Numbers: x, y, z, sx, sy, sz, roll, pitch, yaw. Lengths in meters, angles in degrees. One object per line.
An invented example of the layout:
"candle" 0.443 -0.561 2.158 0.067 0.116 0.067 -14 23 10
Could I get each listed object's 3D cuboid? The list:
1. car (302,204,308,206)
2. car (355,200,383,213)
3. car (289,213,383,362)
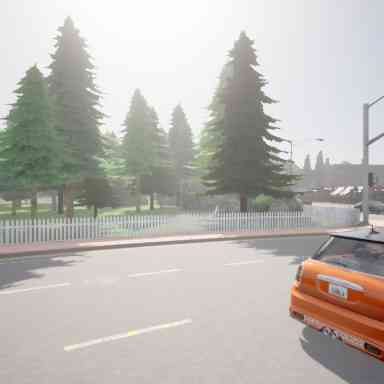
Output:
"car" 16.781 1.656 51.467 1.895 1.301 4.718 0 0 -8
"car" 19.017 1.581 34.876 1.812 1.442 4.674 0 0 -8
"car" 3.877 1.352 5.417 4.553 1.767 2.097 0 0 -26
